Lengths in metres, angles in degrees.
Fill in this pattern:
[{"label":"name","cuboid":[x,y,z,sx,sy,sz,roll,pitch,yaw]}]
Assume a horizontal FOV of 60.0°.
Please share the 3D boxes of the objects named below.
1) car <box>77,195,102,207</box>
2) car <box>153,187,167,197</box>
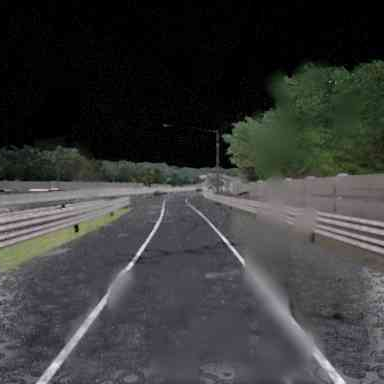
[{"label":"car","cuboid":[-13.201,1.157,43.710,1.837,1.490,4.892,1,2,12]},{"label":"car","cuboid":[-6.978,0.237,73.151,1.837,1.490,4.892,1,2,12]}]
